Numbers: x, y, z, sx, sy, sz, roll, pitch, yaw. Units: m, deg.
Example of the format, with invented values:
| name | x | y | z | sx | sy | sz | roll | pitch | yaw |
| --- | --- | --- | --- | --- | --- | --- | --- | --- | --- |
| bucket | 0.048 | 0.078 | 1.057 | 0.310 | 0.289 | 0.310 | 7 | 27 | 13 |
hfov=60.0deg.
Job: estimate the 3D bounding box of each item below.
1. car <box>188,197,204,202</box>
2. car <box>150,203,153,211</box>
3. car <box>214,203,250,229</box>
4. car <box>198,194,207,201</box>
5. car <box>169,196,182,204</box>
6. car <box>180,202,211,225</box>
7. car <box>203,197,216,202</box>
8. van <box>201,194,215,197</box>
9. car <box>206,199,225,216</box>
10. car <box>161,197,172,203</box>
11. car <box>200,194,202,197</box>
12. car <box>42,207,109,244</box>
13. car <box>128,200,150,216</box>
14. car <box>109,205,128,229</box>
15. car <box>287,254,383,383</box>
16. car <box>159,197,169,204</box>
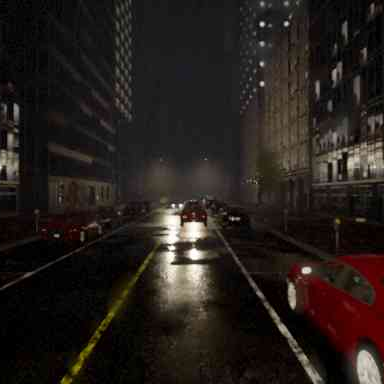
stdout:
| name | x | y | z | sx | sy | sz | roll | pitch | yaw |
| --- | --- | --- | --- | --- | --- | --- | --- | --- | --- |
| car | 0.132 | 1.670 | 41.297 | 1.994 | 1.385 | 4.181 | 0 | 0 | 0 |
| car | -5.657 | 1.667 | 38.959 | 1.947 | 1.339 | 4.313 | 0 | 0 | 0 |
| car | 2.710 | 1.627 | 21.867 | 1.947 | 1.339 | 4.313 | 0 | 0 | 0 |
| car | 2.765 | 1.498 | 90.175 | 2.192 | 1.841 | 5.009 | 0 | 0 | 0 |
| car | -2.952 | 1.758 | 66.594 | 1.895 | 1.301 | 4.718 | 0 | 0 | 0 |
| car | 0.120 | 1.668 | 24.164 | 1.895 | 1.301 | 4.718 | 0 | 0 | 0 |
| car | 2.728 | 1.680 | 44.636 | 1.947 | 1.339 | 4.313 | 0 | 0 | 0 |
| van | 2.733 | 1.466 | 50.330 | 1.690 | 1.788 | 3.998 | 0 | 0 | 0 |
| car | 2.719 | 1.655 | 33.252 | 1.947 | 1.339 | 4.313 | 0 | 0 | 0 |
| car | -5.630 | 1.712 | 73.116 | 2.008 | 1.369 | 4.403 | 0 | 0 | 0 |
| car | 2.738 | 1.575 | 56.021 | 1.967 | 1.590 | 4.097 | 0 | 0 | 0 |
| car | -5.675 | 1.591 | 16.188 | 1.887 | 1.381 | 4.507 | 0 | 0 | 0 |
| car | -5.661 | 1.633 | 33.266 | 1.887 | 1.381 | 4.507 | 0 | 0 | 0 |
| car | -5.670 | 1.643 | 21.882 | 1.802 | 1.307 | 4.206 | 0 | 0 | 0 |
| car | 2.697 | 1.560 | 4.791 | 1.887 | 1.381 | 4.507 | 0 | 0 | 0 |
| car | -5.635 | 1.678 | 67.252 | 1.752 | 1.417 | 4.829 | 0 | 0 | 0 |
